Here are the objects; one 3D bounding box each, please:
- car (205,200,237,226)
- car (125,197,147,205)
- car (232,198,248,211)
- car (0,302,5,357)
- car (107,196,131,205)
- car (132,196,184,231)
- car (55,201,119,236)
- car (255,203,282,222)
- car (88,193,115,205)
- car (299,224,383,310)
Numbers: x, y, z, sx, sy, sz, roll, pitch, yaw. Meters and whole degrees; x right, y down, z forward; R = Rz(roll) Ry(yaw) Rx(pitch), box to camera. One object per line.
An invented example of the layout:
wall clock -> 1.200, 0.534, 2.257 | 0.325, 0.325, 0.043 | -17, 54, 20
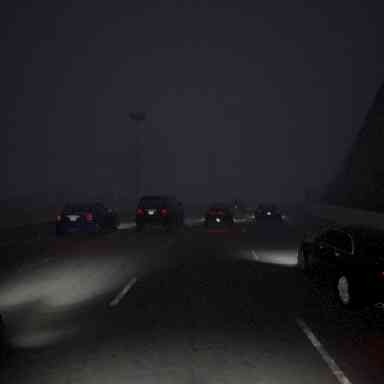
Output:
car -> 2.012, 1.529, 23.532 | 1.837, 1.490, 4.892 | 0, 0, 8
car -> -10.281, 1.636, 61.423 | 1.895, 1.301, 4.718 | 0, 0, 20
car -> 5.917, 1.552, 42.190 | 1.837, 1.490, 4.892 | 0, 0, 15
car -> -3.295, 1.488, 2.250 | 2.128, 1.511, 4.902 | 0, 0, 1
car -> -13.646, 1.525, 62.389 | 2.128, 1.511, 4.902 | 0, 0, 19
car -> -1.902, 1.236, 20.949 | 2.150, 2.045, 5.566 | 0, 0, 7
car -> -5.676, 1.358, 18.651 | 2.097, 1.767, 4.553 | 0, 0, 6
car -> 6.150, 1.598, 27.114 | 1.994, 1.385, 4.181 | 0, 0, 10
car -> -17.137, 1.245, 63.072 | 2.150, 2.045, 5.566 | 0, 0, 19
car -> 3.910, 1.519, 7.751 | 1.837, 1.490, 4.892 | 0, 0, 3
